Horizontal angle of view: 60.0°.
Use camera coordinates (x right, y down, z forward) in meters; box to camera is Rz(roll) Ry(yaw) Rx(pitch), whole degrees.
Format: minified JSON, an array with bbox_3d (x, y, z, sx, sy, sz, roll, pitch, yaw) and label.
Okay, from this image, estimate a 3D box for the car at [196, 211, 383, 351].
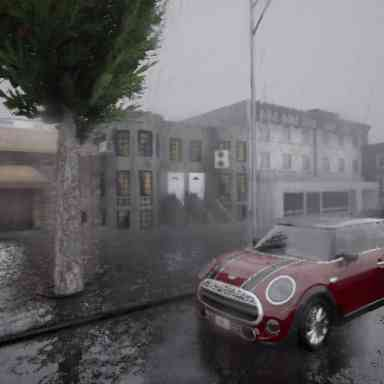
[{"bbox_3d":[2.262,1.309,6.257,4.553,1.767,2.097,-1,0,-36],"label":"car"}]
